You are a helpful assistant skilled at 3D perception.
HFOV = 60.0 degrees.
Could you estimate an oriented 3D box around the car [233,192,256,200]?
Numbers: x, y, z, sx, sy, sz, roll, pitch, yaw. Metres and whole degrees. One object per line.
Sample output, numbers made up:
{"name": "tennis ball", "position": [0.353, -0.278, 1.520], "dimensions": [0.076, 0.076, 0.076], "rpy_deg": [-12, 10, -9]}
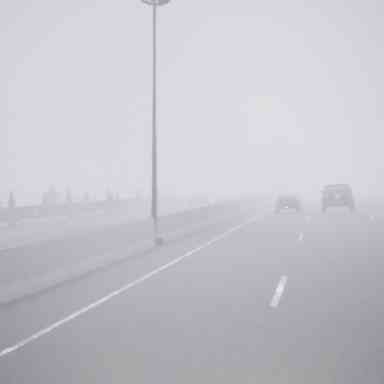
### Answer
{"name": "car", "position": [7.700, 0.779, 45.922], "dimensions": [2.128, 1.511, 4.902], "rpy_deg": [-3, -1, 22]}

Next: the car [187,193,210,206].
{"name": "car", "position": [0.955, 0.985, 47.914], "dimensions": [2.097, 1.767, 4.553], "rpy_deg": [-3, -1, 22]}

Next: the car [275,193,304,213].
{"name": "car", "position": [7.947, 0.810, 27.136], "dimensions": [1.837, 1.490, 4.892], "rpy_deg": [-3, 1, 22]}

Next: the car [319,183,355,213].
{"name": "car", "position": [10.913, 0.374, 25.166], "dimensions": [2.150, 2.045, 5.566], "rpy_deg": [-3, 1, 22]}

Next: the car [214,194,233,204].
{"name": "car", "position": [4.571, 1.025, 47.500], "dimensions": [1.994, 1.385, 4.181], "rpy_deg": [-3, -1, 22]}
